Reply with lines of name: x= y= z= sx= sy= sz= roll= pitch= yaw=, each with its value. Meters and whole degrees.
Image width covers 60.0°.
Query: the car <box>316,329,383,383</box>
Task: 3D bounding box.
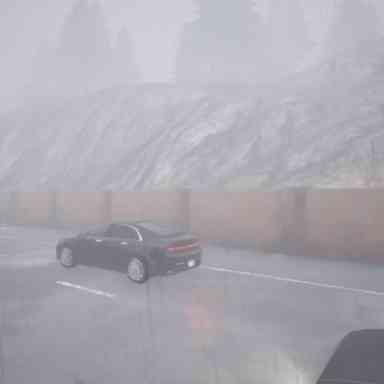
car: x=3.383 y=1.540 z=1.581 sx=5.357 sy=1.411 sz=2.033 roll=0 pitch=0 yaw=35

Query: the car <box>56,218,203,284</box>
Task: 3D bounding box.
car: x=-1.979 y=1.534 z=9.699 sx=4.892 sy=1.490 sz=1.837 roll=0 pitch=0 yaw=35
